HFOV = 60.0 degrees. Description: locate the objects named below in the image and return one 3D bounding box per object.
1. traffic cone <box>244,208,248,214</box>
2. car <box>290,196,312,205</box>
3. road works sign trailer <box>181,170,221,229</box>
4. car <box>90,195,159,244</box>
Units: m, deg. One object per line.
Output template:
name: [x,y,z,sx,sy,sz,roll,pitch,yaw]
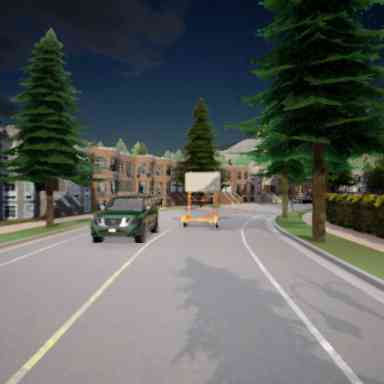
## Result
traffic cone: [5.423,1.898,33.548,0.340,0.580,0.340,0,0,14]
car: [18.580,1.409,55.876,4.902,1.511,2.128,0,0,-35]
road works sign trailer: [0.736,0.423,21.327,2.380,3.560,2.880,0,0,14]
car: [-2.996,1.186,16.094,2.150,2.045,5.566,0,0,4]
